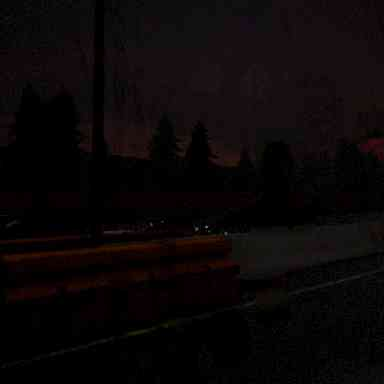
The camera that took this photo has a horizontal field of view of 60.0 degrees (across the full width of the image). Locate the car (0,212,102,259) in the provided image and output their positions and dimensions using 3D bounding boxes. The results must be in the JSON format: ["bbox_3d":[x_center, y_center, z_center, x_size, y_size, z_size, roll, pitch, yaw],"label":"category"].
[{"bbox_3d":[-6.011,1.560,12.577,4.674,1.442,1.812,1,-1,-35],"label":"car"}]

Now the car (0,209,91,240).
[{"bbox_3d":[-4.907,1.369,9.066,4.553,1.767,2.097,1,-1,-35],"label":"car"}]

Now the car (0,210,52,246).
[{"bbox_3d":[-9.231,1.561,14.579,5.357,1.411,2.033,1,-1,-35],"label":"car"}]

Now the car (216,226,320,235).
[{"bbox_3d":[3.933,1.718,15.371,5.357,1.411,2.033,1,-1,-35],"label":"car"}]
